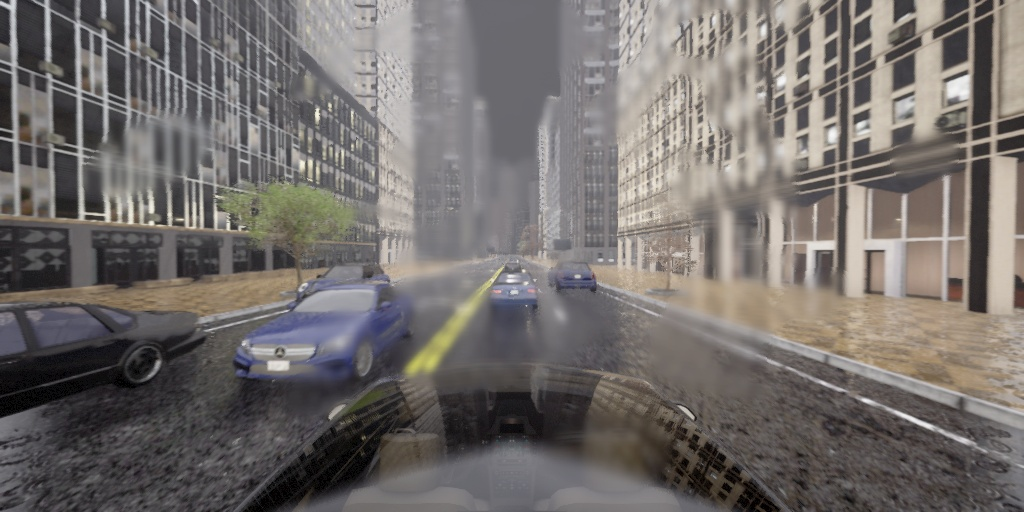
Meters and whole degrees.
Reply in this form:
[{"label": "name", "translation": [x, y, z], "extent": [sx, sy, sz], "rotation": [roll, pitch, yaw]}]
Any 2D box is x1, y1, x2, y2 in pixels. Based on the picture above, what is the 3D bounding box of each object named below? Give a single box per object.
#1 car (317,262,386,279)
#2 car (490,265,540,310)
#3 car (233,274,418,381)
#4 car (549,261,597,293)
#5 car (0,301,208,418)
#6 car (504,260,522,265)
[{"label": "car", "translation": [-6.498, 1.085, 14.392], "extent": [2.097, 1.767, 4.553], "rotation": [0, 0, 0]}, {"label": "car", "translation": [0.102, 1.280, 14.665], "extent": [2.033, 1.411, 5.357], "rotation": [0, 0, 0]}, {"label": "car", "translation": [-3.249, 1.268, 7.320], "extent": [1.812, 1.442, 4.674], "rotation": [0, 0, 0]}, {"label": "car", "translation": [3.355, 1.075, 20.415], "extent": [2.097, 1.767, 4.553], "rotation": [0, 0, 0]}, {"label": "car", "translation": [-6.533, 1.294, 4.176], "extent": [2.033, 1.411, 5.357], "rotation": [0, 0, 0]}, {"label": "car", "translation": [0.107, 1.178, 41.258], "extent": [2.128, 1.511, 4.902], "rotation": [0, 0, 0]}]
